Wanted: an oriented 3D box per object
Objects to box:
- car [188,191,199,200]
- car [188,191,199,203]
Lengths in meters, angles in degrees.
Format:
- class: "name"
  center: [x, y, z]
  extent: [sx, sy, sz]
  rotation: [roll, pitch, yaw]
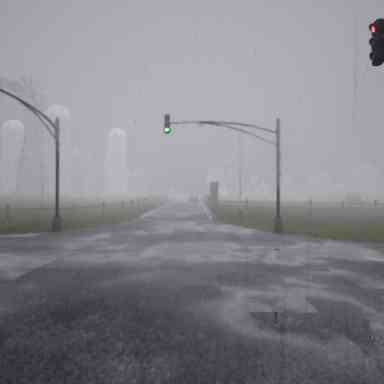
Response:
- class: "car"
  center: [0.324, 0.752, 70.947]
  extent: [2.097, 1.767, 4.553]
  rotation: [0, 0, 0]
- class: "car"
  center: [0.269, 1.115, 60.556]
  extent: [2.128, 1.511, 4.902]
  rotation: [0, 0, 0]
